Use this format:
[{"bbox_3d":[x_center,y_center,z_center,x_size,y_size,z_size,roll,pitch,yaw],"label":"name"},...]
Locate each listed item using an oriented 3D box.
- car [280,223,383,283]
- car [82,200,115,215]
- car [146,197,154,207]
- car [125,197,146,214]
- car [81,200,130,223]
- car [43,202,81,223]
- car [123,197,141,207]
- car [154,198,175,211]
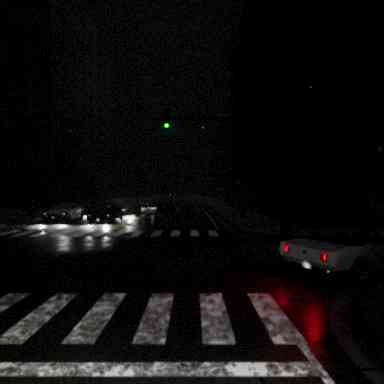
[{"bbox_3d":[4.921,1.552,9.448,4.718,1.301,1.895,-1,0,-26],"label":"car"},{"bbox_3d":[-9.859,1.579,35.440,2.033,1.411,5.357,0,0,0],"label":"car"},{"bbox_3d":[-6.594,1.571,51.005,1.812,1.442,4.674,0,0,0],"label":"car"},{"bbox_3d":[-6.608,1.523,35.615,2.128,1.511,4.902,0,0,0],"label":"car"},{"bbox_3d":[-6.609,1.571,26.098,2.033,1.411,5.357,0,0,0],"label":"car"},{"bbox_3d":[-9.858,1.549,25.899,1.812,1.442,4.674,0,0,0],"label":"car"},{"bbox_3d":[-9.817,1.597,55.004,2.033,1.411,5.357,0,0,1],"label":"car"},{"bbox_3d":[-3.172,1.514,40.910,1.882,1.535,5.008,0,0,0],"label":"car"}]
